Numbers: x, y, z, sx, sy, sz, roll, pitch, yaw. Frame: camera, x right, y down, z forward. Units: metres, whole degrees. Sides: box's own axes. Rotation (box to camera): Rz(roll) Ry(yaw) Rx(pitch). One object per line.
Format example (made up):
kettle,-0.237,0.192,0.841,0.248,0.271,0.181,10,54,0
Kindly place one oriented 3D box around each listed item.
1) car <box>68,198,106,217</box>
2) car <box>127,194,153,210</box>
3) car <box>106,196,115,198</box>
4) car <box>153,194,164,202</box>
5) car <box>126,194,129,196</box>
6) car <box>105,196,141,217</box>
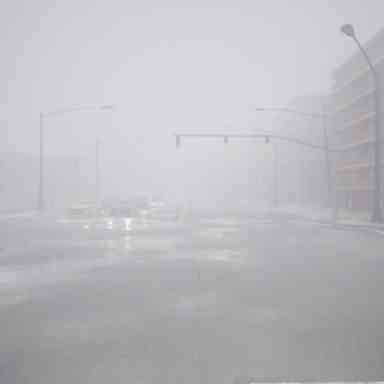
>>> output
car,-9.793,1.413,30.689,1.882,1.535,5.008,0,1,0
car,-6.250,1.315,40.398,1.837,1.490,4.892,0,1,0
car,-9.748,1.319,40.199,1.837,1.490,4.892,0,1,0
car,-6.129,1.106,60.118,1.895,1.301,4.718,0,1,1
car,-9.689,1.119,52.934,1.837,1.490,4.892,0,2,0
car,-6.297,1.433,30.998,1.837,1.490,4.892,0,1,0
